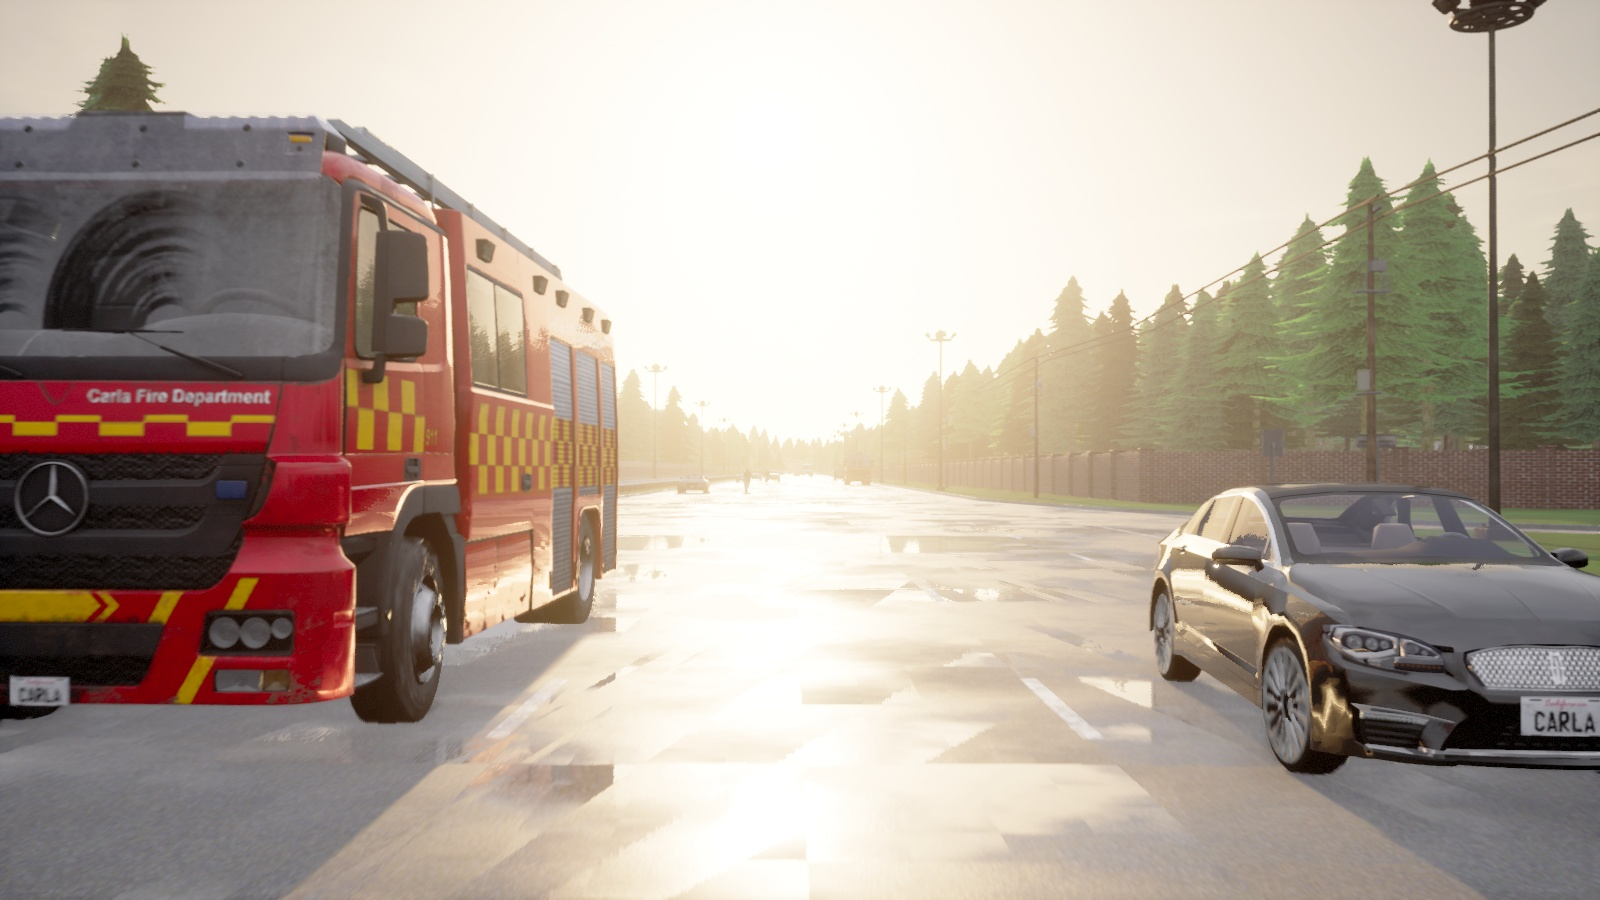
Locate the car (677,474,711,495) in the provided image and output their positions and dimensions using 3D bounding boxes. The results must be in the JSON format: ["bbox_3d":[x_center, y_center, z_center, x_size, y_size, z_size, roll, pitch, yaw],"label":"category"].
[{"bbox_3d":[-7.206,2.343,85.778,1.994,1.385,4.181,0,-1,0],"label":"car"}]

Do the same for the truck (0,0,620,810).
[{"bbox_3d":[-3.619,-0.166,10.123,2.891,3.827,8.468,0,-1,2],"label":"truck"}]

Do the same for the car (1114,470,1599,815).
[{"bbox_3d":[3.535,0.890,7.980,2.128,1.511,4.902,0,-1,4],"label":"car"}]
